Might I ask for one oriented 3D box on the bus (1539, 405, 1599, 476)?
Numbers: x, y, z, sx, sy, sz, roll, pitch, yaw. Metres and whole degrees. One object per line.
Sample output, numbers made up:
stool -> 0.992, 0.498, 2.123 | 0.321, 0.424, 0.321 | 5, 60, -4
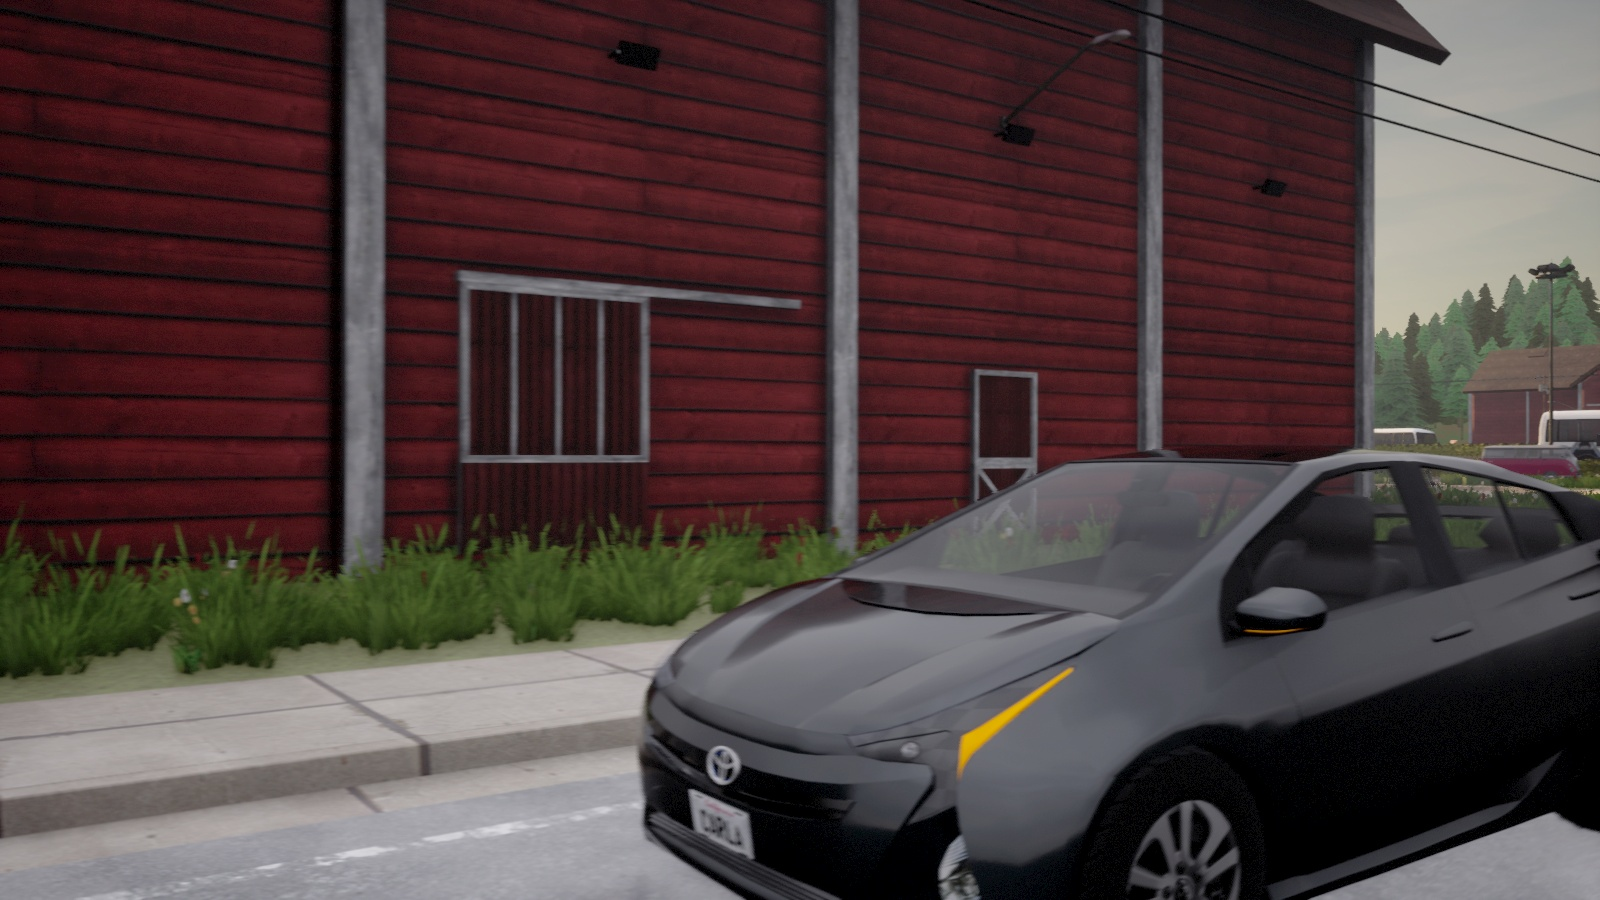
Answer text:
bus -> 50.406, -0.553, 74.783 | 3.944, 4.253, 10.273 | 0, 0, -35

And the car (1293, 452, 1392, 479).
car -> 31.123, 0.858, 72.120 | 2.163, 1.488, 4.792 | 0, 0, -35

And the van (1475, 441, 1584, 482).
van -> 37.180, 0.578, 64.066 | 1.775, 1.987, 4.442 | 0, 0, -42

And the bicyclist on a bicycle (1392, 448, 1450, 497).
bicyclist on a bicycle -> 20.845, 0.742, 42.168 | 0.866, 1.612, 1.509 | 0, 0, -36

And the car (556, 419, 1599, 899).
car -> 1.592, 0.700, 4.767 | 4.514, 1.525, 2.007 | 0, 0, -35
